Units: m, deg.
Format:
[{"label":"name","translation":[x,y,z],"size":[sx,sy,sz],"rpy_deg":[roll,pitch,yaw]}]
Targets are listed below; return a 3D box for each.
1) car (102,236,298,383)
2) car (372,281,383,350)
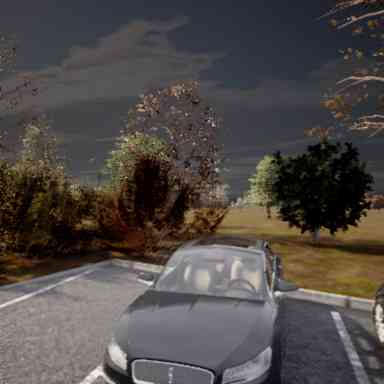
[{"label":"car","translation":[0.459,1.509,5.181],"size":[2.231,1.521,4.892],"rpy_deg":[0,-1,16]},{"label":"car","translation":[3.216,1.478,3.201],"size":[2.231,1.521,4.892],"rpy_deg":[-1,-1,15]}]
